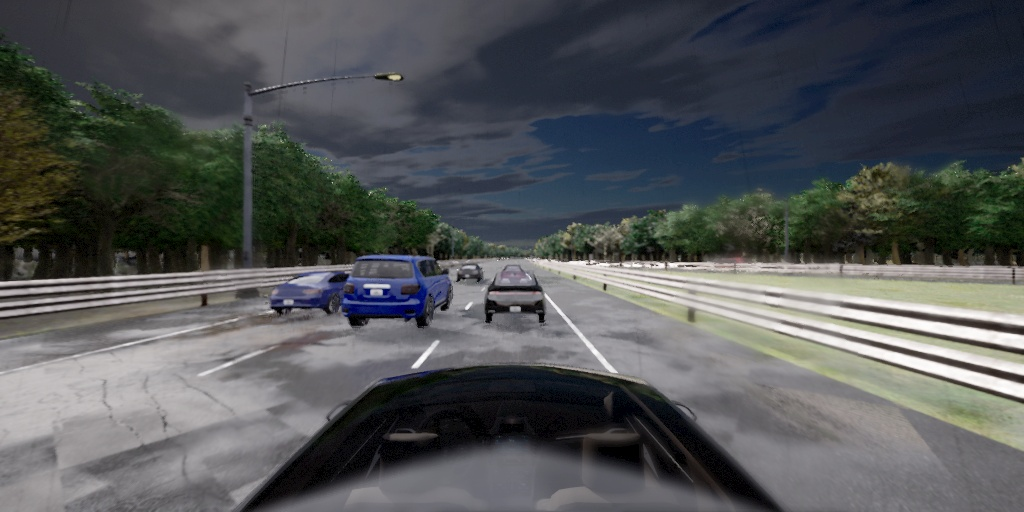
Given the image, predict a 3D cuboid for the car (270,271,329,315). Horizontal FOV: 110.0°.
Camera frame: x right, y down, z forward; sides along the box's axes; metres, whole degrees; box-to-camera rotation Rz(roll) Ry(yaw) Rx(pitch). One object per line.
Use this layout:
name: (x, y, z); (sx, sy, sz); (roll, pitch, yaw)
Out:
car: (-6.912, 1.275, 13.393); (1.812, 1.442, 4.674); (0, 0, 0)

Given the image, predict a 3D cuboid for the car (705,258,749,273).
car: (30.163, 1.346, 50.423); (2.150, 2.045, 5.566); (0, 0, -28)

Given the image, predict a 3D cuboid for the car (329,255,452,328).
car: (-3.390, 0.987, 11.657); (2.150, 2.045, 5.566); (1, 0, 0)

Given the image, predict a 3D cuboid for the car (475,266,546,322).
car: (0.096, 1.270, 12.387); (2.128, 1.511, 4.902); (0, 0, 0)

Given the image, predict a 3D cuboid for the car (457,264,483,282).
car: (-3.411, 1.360, 29.628); (1.812, 1.442, 4.674); (0, 0, 0)

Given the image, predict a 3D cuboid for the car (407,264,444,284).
car: (-6.906, 1.393, 29.089); (1.994, 1.385, 4.181); (0, 0, 0)
